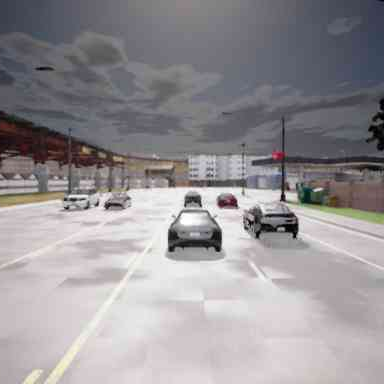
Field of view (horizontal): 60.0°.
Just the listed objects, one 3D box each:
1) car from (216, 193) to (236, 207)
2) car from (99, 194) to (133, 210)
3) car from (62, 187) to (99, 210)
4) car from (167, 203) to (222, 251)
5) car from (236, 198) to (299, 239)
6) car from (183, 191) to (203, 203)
[{"bbox_3d":[3.594,0.784,34.662,1.994,1.385,4.181,0,2,0],"label":"car"},{"bbox_3d":[-7.004,0.857,32.093,2.033,1.411,5.357,0,2,0],"label":"car"},{"bbox_3d":[-10.504,0.579,32.053,2.150,2.045,5.566,0,2,0],"label":"car"},{"bbox_3d":[0.098,1.367,13.246,1.994,1.385,4.181,0,1,0],"label":"car"},{"bbox_3d":[3.599,1.240,15.828,2.128,1.511,4.902,0,1,0],"label":"car"},{"bbox_3d":[0.096,0.681,36.054,1.837,1.490,4.892,0,2,0],"label":"car"}]
